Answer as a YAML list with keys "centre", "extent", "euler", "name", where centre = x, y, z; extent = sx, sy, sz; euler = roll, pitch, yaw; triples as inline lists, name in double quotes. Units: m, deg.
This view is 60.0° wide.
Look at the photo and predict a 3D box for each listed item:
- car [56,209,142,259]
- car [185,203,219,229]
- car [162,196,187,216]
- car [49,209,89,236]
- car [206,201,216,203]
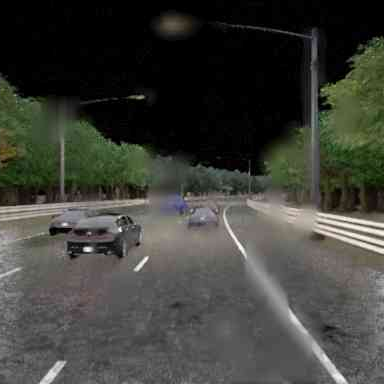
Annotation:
- centre: [-3.134, 1.545, 12.714]
  extent: [1.837, 1.490, 4.892]
  euler: [0, 0, 2]
  name: "car"
- centre: [0.819, 1.668, 22.409]
  extent: [1.994, 1.385, 4.181]
  euler: [0, 0, 3]
  name: "car"
- centre: [-1.779, 1.400, 34.960]
  extent: [2.150, 2.045, 5.566]
  euler: [0, 0, 5]
  name: "car"
- centre: [-6.379, 1.637, 18.926]
  extent: [1.994, 1.385, 4.181]
  euler: [0, 0, 3]
  name: "car"
- centre: [2.293, 1.788, 40.579]
  extent: [1.994, 1.385, 4.181]
  euler: [0, 0, 6]
  name: "car"
